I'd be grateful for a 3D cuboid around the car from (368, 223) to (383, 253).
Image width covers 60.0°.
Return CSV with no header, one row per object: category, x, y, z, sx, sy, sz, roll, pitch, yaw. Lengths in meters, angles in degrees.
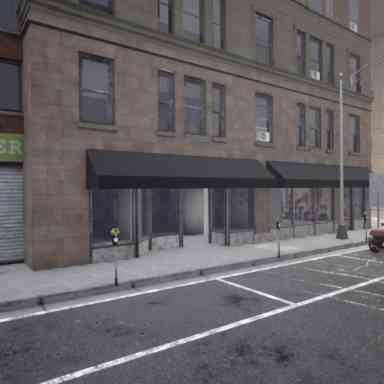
car,8.408,1.542,12.590,4.507,1.381,1.887,0,-1,-36
